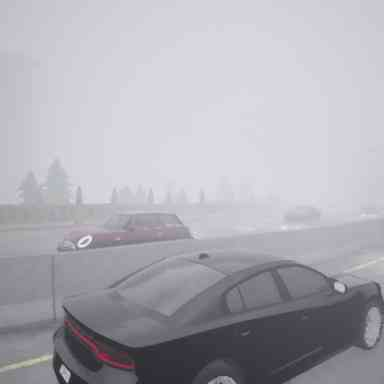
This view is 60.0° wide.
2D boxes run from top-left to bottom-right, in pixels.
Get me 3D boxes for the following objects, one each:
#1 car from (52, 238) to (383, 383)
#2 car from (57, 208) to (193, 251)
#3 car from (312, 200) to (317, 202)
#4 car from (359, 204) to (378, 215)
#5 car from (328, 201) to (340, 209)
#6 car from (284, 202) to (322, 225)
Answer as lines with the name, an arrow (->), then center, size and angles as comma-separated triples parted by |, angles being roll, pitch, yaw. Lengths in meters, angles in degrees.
car -> 0.793, 1.530, 4.583 | 5.008, 1.535, 1.882 | 1, -1, -38
car -> -2.160, 1.457, 11.425 | 4.553, 1.767, 2.097 | 1, -1, -40
car -> 28.715, 2.690, 78.252 | 1.812, 1.442, 4.674 | 0, -1, 20
car -> 23.432, 2.246, 44.300 | 1.994, 1.385, 4.181 | 0, -1, 24
car -> 27.747, 2.490, 65.091 | 1.837, 1.490, 4.892 | 0, -1, 20
car -> 9.457, 1.868, 28.146 | 1.882, 1.535, 5.008 | 0, -1, 38
